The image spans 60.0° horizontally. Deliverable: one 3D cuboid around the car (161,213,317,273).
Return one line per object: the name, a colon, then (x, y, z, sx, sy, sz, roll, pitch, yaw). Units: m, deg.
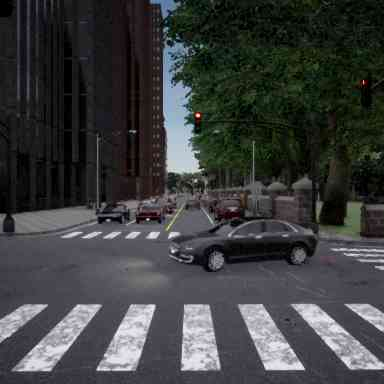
car: (1.702, 1.566, 10.717, 4.892, 1.490, 1.837, 1, -2, -21)

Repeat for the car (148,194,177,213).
car: (-3.085, 1.374, 35.475, 2.097, 1.767, 4.553, 0, 0, 1)

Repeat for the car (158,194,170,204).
car: (-5.736, 1.374, 68.694, 2.192, 1.841, 5.009, 0, 0, 0)

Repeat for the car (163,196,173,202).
car: (-5.732, 1.620, 79.607, 1.887, 1.381, 4.507, 0, 0, 0)

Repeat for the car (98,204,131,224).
car: (-5.753, 1.576, 25.037, 1.947, 1.339, 4.313, 0, 0, 0)

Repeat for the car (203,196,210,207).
car: (2.779, 1.579, 41.412, 2.008, 1.369, 4.403, 0, 0, 0)

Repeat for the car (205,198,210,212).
car: (2.777, 1.588, 35.955, 1.947, 1.339, 4.313, 0, 0, 0)

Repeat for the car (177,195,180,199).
car: (-3.072, 1.538, 45.709, 1.837, 1.490, 4.892, 0, 0, 0)

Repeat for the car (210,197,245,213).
car: (2.772, 1.326, 25.043, 2.192, 1.841, 5.009, 0, 0, 0)

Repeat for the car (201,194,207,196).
car: (2.783, 1.481, 52.325, 1.967, 1.590, 4.097, 0, 0, 0)

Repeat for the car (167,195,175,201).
car: (-5.727, 1.533, 90.522, 1.967, 1.590, 4.097, 0, 0, 0)

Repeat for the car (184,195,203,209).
car: (0.116, 1.525, 46.463, 2.128, 1.511, 4.902, 0, 0, 0)

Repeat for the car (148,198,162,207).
car: (-5.742, 1.622, 52.322, 1.802, 1.307, 4.206, 0, 0, 0)

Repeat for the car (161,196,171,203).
car: (-5.734, 1.611, 74.150, 1.887, 1.381, 4.507, 0, 0, 0)

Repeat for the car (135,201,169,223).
car: (-3.090, 1.612, 25.483, 1.895, 1.301, 4.718, 0, 0, 0)

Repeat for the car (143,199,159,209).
car: (-5.744, 1.616, 46.865, 1.802, 1.307, 4.206, 0, 0, 0)

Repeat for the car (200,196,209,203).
car: (2.791, 1.592, 74.321, 1.752, 1.417, 4.829, 0, 0, 0)

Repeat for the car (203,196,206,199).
car: (2.781, 1.585, 46.869, 2.008, 1.369, 4.403, 0, 0, 0)

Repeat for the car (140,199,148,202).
car: (-5.747, 1.579, 41.408, 2.008, 1.369, 4.403, 0, 0, 0)

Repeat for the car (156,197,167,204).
car: (-5.738, 1.635, 63.236, 1.802, 1.307, 4.206, 0, 0, 0)
